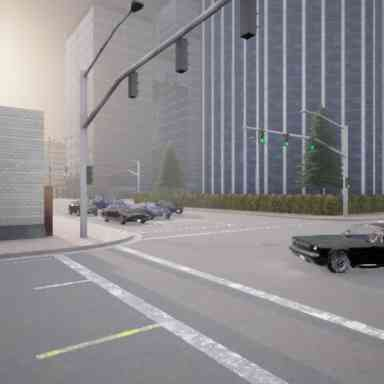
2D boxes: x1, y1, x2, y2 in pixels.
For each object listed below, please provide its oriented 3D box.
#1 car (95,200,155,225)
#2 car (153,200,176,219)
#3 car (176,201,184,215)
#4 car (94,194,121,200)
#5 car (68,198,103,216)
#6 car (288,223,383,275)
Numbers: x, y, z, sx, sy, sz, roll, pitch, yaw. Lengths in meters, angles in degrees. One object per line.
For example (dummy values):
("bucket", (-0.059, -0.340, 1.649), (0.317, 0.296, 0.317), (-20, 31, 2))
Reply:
("car", (-5.237, 1.603, 25.285), (2.033, 1.411, 5.357), (0, 0, -36))
("car", (-3.644, 1.581, 29.099), (1.812, 1.442, 4.674), (0, 0, -36))
("car", (-2.751, 1.560, 34.160), (1.837, 1.490, 4.892), (0, 0, -36))
("car", (-9.309, 1.277, 36.969), (2.150, 2.045, 5.566), (0, 0, -36))
("car", (-10.910, 1.560, 33.192), (1.837, 1.490, 4.892), (0, 0, -36))
("car", (5.468, 1.625, 10.118), (4.718, 1.301, 1.895), (0, 0, -6))
